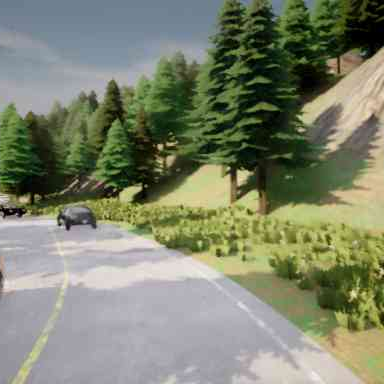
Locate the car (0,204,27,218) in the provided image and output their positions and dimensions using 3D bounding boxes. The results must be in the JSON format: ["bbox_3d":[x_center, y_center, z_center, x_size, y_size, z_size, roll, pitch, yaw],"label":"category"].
[{"bbox_3d":[-18.095,1.790,31.961,4.718,1.301,1.895,-1,0,30],"label":"car"}]

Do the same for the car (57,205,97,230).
[{"bbox_3d":[-7.536,1.595,21.715,1.812,1.442,4.674,-1,0,-31],"label":"car"}]

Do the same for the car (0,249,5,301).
[{"bbox_3d":[-4.386,1.527,4.867,1.882,1.535,5.008,0,0,-13],"label":"car"}]
